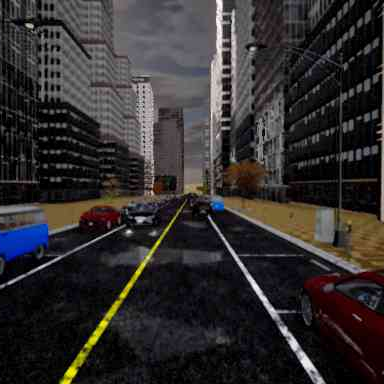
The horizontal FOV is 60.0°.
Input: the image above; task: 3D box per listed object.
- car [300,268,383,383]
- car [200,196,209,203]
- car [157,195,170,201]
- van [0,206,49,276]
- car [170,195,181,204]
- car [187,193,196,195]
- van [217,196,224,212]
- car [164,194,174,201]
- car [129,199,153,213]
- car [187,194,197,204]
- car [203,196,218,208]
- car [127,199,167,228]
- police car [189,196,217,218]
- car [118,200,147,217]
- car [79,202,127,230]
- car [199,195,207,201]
[{"bbox_3d":[2.680,1.580,4.069,1.802,1.307,4.206,-1,0,0],"label":"car"},{"bbox_3d":[2.693,1.523,71.739,1.752,1.417,4.829,-1,0,0],"label":"car"},{"bbox_3d":[-5.689,1.543,60.320,2.008,1.369,4.403,-1,0,0],"label":"car"},{"bbox_3d":[-5.703,1.336,9.694,1.690,1.788,3.998,-1,0,0],"label":"van"},{"bbox_3d":[-3.009,1.549,62.596,1.994,1.385,4.181,0,0,1],"label":"car"},{"bbox_3d":[0.015,1.496,64.885,1.837,1.490,4.892,0,0,0],"label":"car"},{"bbox_3d":[2.682,1.328,37.819,1.690,1.788,3.998,-1,0,0],"label":"van"},{"bbox_3d":[-5.686,1.445,82.820,1.967,1.590,4.097,-1,0,0],"label":"car"},{"bbox_3d":[-5.694,1.537,37.820,2.008,1.369,4.403,-1,0,0],"label":"car"},{"bbox_3d":[0.772,1.467,45.981,1.882,1.535,5.008,0,0,3],"label":"car"},{"bbox_3d":[2.687,1.428,49.069,1.967,1.590,4.097,-1,0,0],"label":"car"},{"bbox_3d":[-3.091,1.480,22.192,2.128,1.511,4.902,0,0,0],"label":"car"},{"bbox_3d":[0.907,1.412,30.054,1.930,1.638,5.238,0,0,0],"label":"police car"},{"bbox_3d":[-5.694,1.538,32.196,2.008,1.369,4.403,-1,0,0],"label":"car"},{"bbox_3d":[-5.697,1.534,20.945,1.887,1.381,4.507,-1,0,0],"label":"car"},{"bbox_3d":[2.696,1.571,82.818,1.947,1.339,4.313,-1,0,0],"label":"car"}]
